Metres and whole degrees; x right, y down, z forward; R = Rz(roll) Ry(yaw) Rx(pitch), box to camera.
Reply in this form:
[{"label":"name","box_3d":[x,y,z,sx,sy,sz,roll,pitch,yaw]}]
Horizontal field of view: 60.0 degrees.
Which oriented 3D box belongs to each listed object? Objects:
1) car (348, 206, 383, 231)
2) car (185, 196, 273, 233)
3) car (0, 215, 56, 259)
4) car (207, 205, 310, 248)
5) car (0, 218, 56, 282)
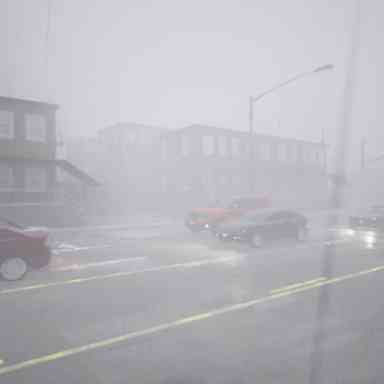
[{"label":"car","box_3d":[11.625,1.579,20.819,4.181,1.385,1.994,0,0,-35]},{"label":"car","box_3d":[2.267,1.231,18.478,5.566,2.045,2.150,0,0,-35]},{"label":"car","box_3d":[-7.435,1.602,11.574,4.718,1.301,1.895,0,0,-35]},{"label":"car","box_3d":[3.301,1.514,14.926,4.892,1.490,1.837,0,0,-35]},{"label":"car","box_3d":[-6.140,1.477,8.196,5.008,1.535,1.882,0,0,-35]}]
